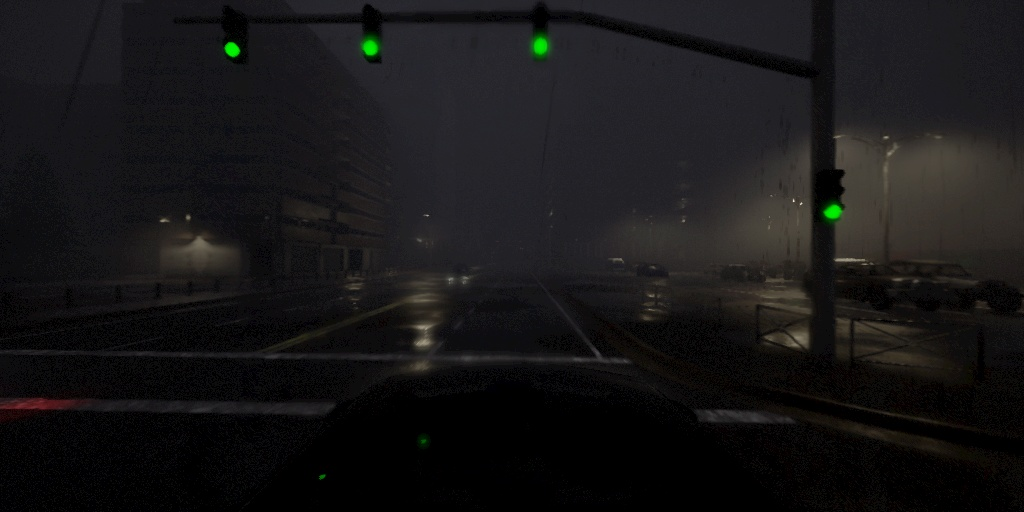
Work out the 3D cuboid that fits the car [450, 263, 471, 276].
[{"bbox_3d":[-6.100,1.574,42.522,1.882,1.535,5.008,0,1,1],"label":"car"}]
